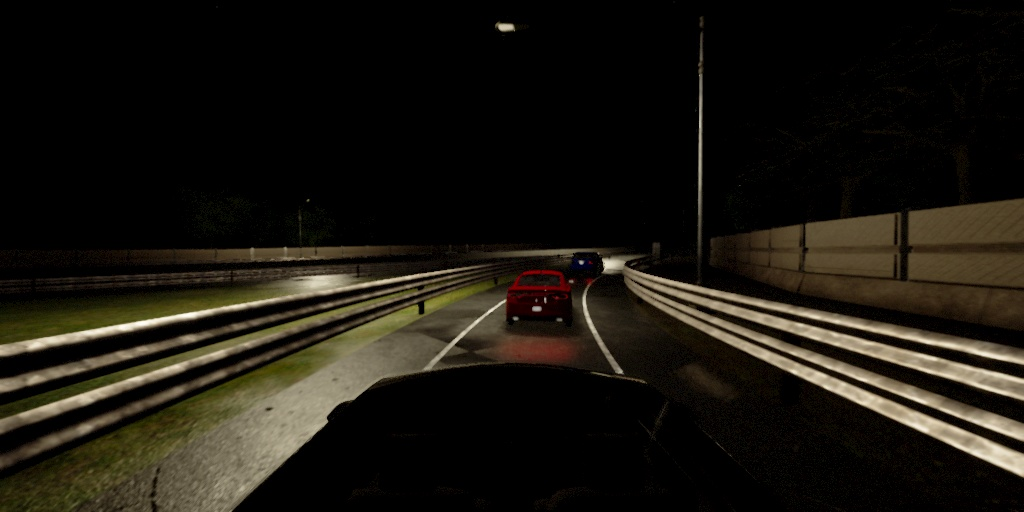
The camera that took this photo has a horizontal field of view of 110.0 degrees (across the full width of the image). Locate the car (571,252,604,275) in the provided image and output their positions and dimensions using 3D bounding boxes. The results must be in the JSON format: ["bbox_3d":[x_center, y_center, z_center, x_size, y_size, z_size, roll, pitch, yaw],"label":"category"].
[{"bbox_3d":[6.941,0.614,32.799,2.150,2.045,5.566,1,2,23],"label":"car"}]

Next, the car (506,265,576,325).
[{"bbox_3d":[1.014,1.212,11.865,1.882,1.535,5.008,0,0,8],"label":"car"}]
